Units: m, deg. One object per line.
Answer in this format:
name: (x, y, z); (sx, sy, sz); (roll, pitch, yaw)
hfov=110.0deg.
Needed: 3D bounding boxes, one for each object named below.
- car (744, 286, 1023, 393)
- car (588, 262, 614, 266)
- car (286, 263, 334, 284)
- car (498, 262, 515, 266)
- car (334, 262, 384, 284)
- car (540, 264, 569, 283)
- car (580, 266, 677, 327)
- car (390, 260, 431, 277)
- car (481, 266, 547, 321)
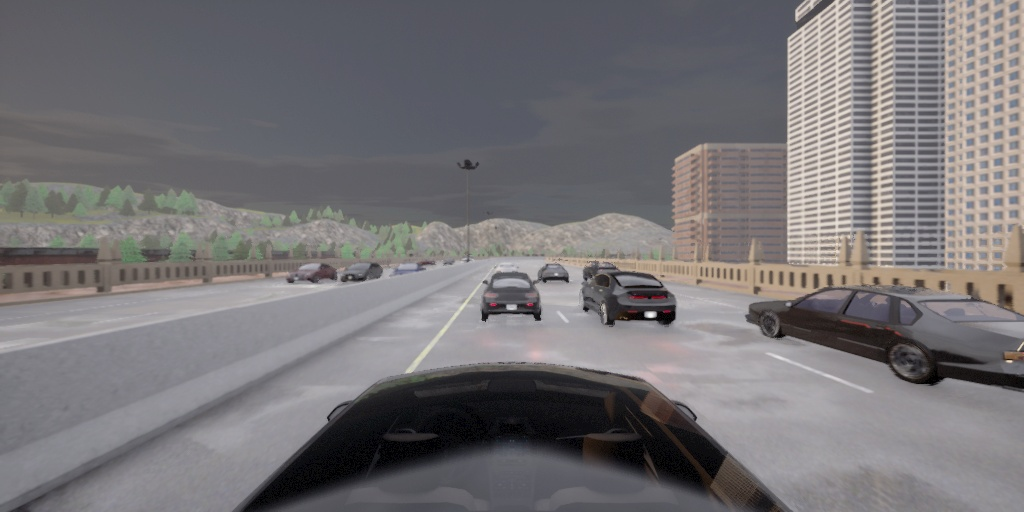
car: (7.043, 1.283, 6.915); (2.033, 1.411, 5.357); (0, 0, -1)
car: (6.615, 1.185, 26.973); (2.128, 1.511, 4.902); (0, 0, -1)
car: (-14.571, 1.230, 26.446); (1.812, 1.442, 4.674); (0, 0, -1)
car: (-0.421, 1.220, 27.860); (1.812, 1.442, 4.674); (0, 0, -2)
car: (-11.080, 1.207, 26.832); (1.837, 1.490, 4.892); (0, 0, -1)
car: (3.102, 1.258, 27.450); (1.994, 1.385, 4.181); (0, 0, -1)
car: (3.466, 1.232, 11.483); (1.837, 1.490, 4.892); (0, 0, -1)
car: (-7.574, 1.226, 26.632); (1.812, 1.442, 4.674); (0, 0, -1)
car: (-0.050, 1.253, 12.268); (1.812, 1.442, 4.674); (0, 0, -1)
